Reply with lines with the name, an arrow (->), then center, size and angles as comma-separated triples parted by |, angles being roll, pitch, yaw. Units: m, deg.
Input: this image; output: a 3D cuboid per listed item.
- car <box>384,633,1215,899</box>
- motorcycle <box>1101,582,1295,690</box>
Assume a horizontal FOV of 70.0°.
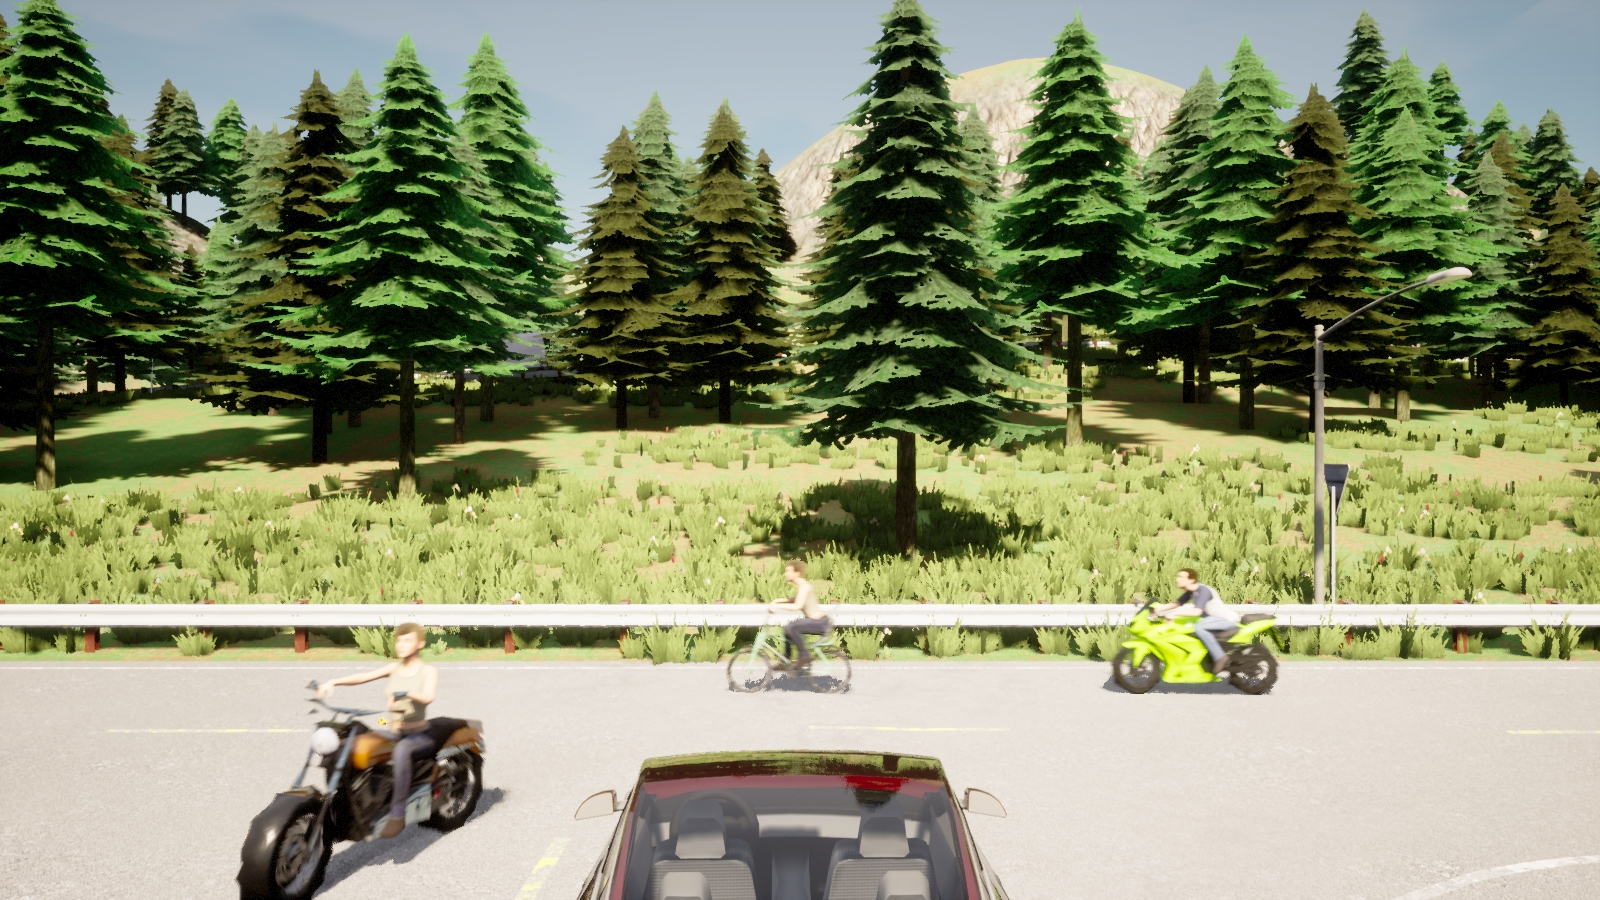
car -> -0.034, 1.936, 5.155 | 2.163, 1.488, 4.792 | 0, -1, -1
motorcycle -> 4.718, 2.202, 13.642 | 2.033, 1.145, 0.803 | 1, 0, 0
